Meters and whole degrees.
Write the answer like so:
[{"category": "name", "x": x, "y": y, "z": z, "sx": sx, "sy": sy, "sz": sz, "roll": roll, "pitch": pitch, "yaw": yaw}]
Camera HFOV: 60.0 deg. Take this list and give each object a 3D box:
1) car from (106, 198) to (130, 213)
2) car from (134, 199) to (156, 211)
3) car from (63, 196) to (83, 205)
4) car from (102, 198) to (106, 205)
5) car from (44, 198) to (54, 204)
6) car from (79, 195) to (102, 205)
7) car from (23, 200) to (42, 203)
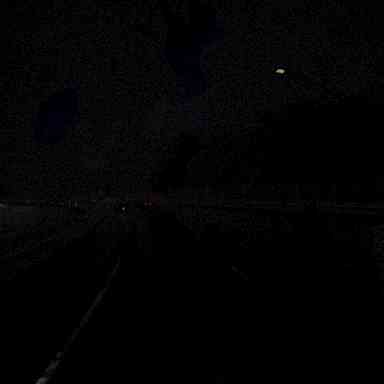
[{"category": "car", "x": -9.059, "y": 1.716, "z": 41.466, "sx": 1.837, "sy": 1.490, "sz": 4.892, "roll": 0, "pitch": 0, "yaw": -24}, {"category": "car", "x": -6.182, "y": 1.679, "z": 43.547, "sx": 2.128, "sy": 1.511, "sz": 4.902, "roll": 0, "pitch": 0, "yaw": -24}, {"category": "car", "x": -24.073, "y": 1.966, "z": 65.394, "sx": 2.033, "sy": 1.411, "sz": 5.357, "roll": 0, "pitch": 0, "yaw": -42}, {"category": "car", "x": -17.644, "y": 1.896, "z": 68.616, "sx": 1.812, "sy": 1.442, "sz": 4.674, "roll": 0, "pitch": 0, "yaw": -42}, {"category": "car", "x": -35.568, "y": 2.110, "z": 81.643, "sx": 4.674, "sy": 1.442, "sz": 1.812, "roll": -1, "pitch": 0, "yaw": 37}, {"category": "car", "x": -20.573, "y": 1.920, "z": 66.684, "sx": 2.128, "sy": 1.511, "sz": 4.902, "roll": 0, "pitch": 0, "yaw": -42}, {"category": "car", "x": -38.597, "y": 2.205, "z": 79.561, "sx": 4.718, "sy": 1.301, "sz": 1.895, "roll": -1, "pitch": 0, "yaw": 37}]
